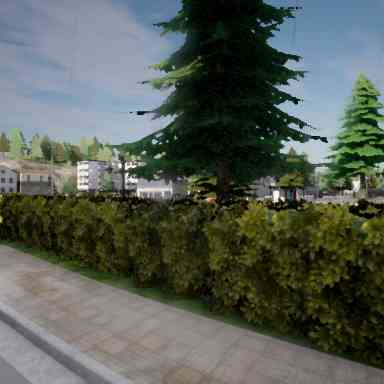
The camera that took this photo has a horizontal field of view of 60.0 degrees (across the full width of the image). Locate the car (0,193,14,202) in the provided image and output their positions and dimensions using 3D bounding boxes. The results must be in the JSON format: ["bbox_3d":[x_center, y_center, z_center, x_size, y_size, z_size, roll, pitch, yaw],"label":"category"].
[{"bbox_3d":[-41.101,1.097,71.348,4.605,1.855,1.932,0,0,-45],"label":"car"}]

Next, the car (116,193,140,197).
[{"bbox_3d":[-9.685,1.384,53.909,3.806,1.475,1.970,0,0,-45],"label":"car"}]

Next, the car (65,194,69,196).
[{"bbox_3d":[-31.208,1.232,85.629,3.806,1.475,1.970,0,0,-45],"label":"car"}]

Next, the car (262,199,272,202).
[{"bbox_3d":[9.908,1.478,44.353,5.008,1.535,1.882,0,0,-45],"label":"car"}]

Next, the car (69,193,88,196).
[{"bbox_3d":[-26.486,1.154,81.271,5.027,1.636,2.152,0,0,-45],"label":"car"}]

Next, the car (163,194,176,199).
[{"bbox_3d":[-2.229,1.221,37.447,5.566,2.045,2.150,0,0,-45],"label":"car"}]

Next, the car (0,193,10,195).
[{"bbox_3d":[-23.122,1.330,40.952,5.027,1.636,2.152,0,0,-45],"label":"car"}]

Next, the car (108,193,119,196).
[{"bbox_3d":[-15.205,1.097,70.344,4.605,1.855,1.932,0,0,-45],"label":"car"}]

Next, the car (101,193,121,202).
[{"bbox_3d":[-17.533,1.077,72.131,3.866,1.878,1.905,0,0,-45],"label":"car"}]
